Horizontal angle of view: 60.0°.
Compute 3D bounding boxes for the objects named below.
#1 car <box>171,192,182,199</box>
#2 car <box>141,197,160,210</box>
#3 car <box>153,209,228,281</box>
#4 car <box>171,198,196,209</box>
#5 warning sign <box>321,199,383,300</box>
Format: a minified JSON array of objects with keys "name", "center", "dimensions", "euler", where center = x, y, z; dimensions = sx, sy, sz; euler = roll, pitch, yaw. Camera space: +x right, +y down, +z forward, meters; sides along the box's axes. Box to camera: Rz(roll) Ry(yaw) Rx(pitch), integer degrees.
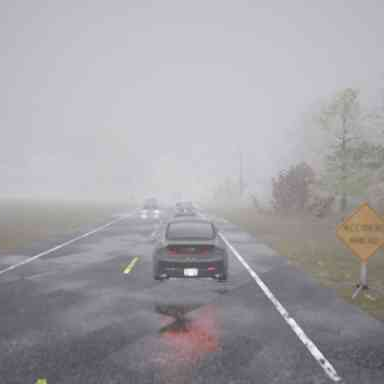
[{"name":"car","center":[-3.623,0.994,76.959],"dimensions":[2.150,2.045,5.566],"euler":[0,0,-7]},{"name":"car","center":[-5.028,1.434,40.777],"dimensions":[1.837,1.490,4.892],"euler":[0,0,-4]},{"name":"car","center":[-0.052,1.499,9.784],"dimensions":[1.837,1.490,4.892],"euler":[0,1,-1]},{"name":"car","center":[-0.633,1.509,28.402],"dimensions":[2.033,1.411,5.357],"euler":[0,0,-2]},{"name":"warning sign","center":[3.517,1.109,6.812],"dimensions":[1.300,1.860,1.060],"euler":[1,1,-1]}]
